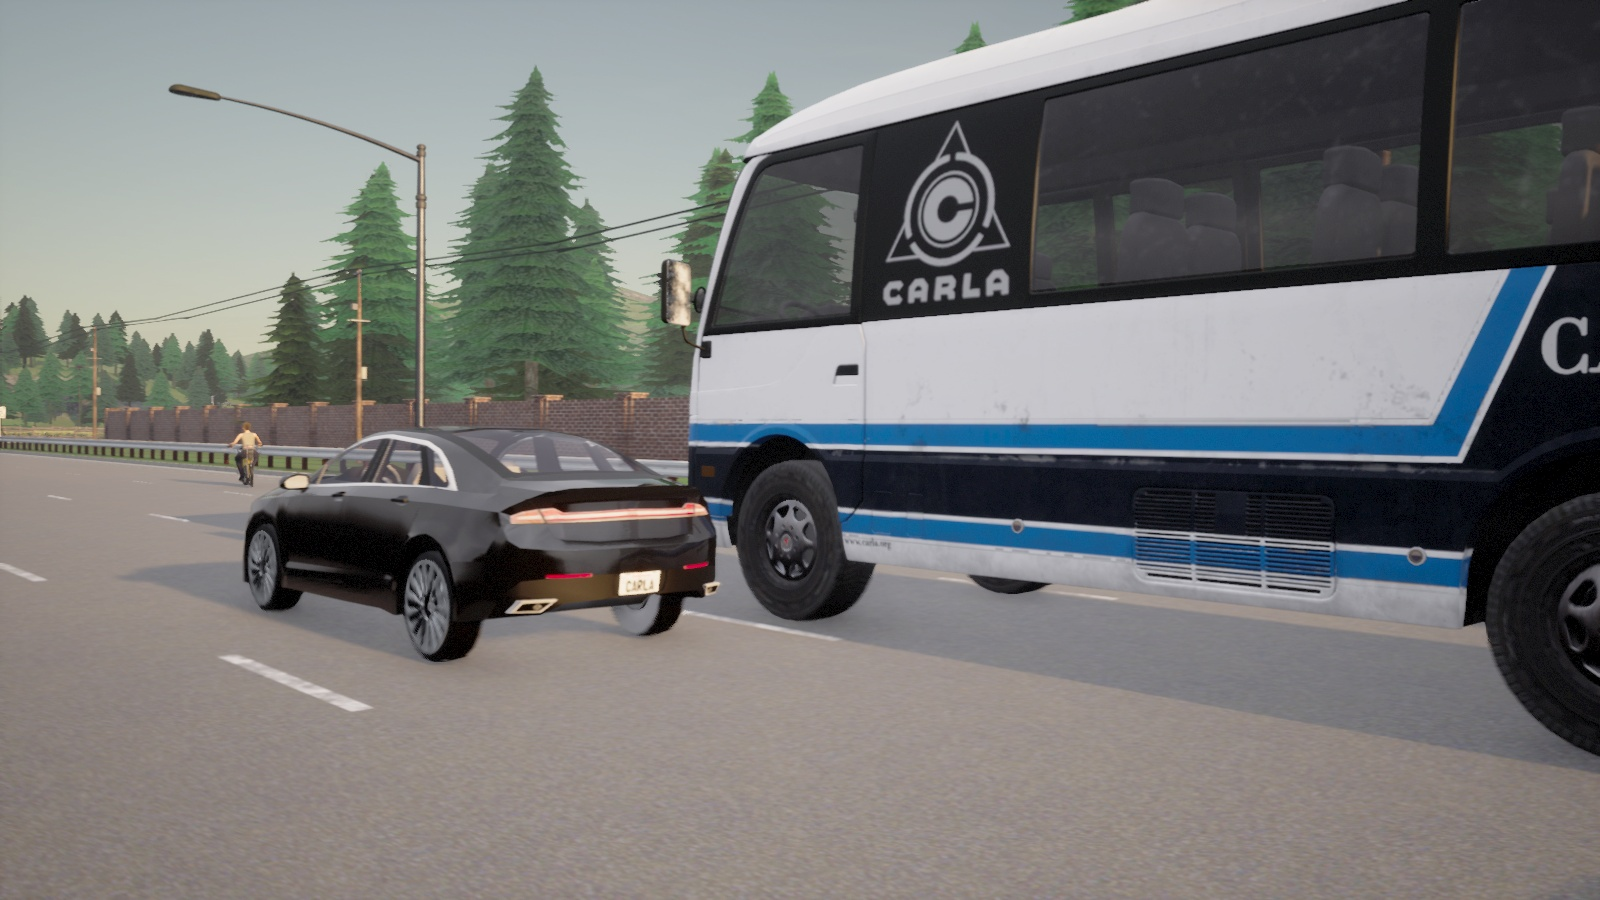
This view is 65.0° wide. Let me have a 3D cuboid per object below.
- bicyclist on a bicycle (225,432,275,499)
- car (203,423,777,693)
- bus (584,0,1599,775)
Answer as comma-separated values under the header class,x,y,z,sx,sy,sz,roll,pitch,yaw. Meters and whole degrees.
class,x,y,z,sx,sy,sz,roll,pitch,yaw
bicyclist on a bicycle,-13.837,0.363,31.571,0.866,1.612,1.509,-3,2,-33
car,-2.605,0.581,9.562,2.128,1.511,4.902,-1,1,-43
bus,3.058,-0.790,8.542,3.944,4.253,10.273,-1,1,-43
